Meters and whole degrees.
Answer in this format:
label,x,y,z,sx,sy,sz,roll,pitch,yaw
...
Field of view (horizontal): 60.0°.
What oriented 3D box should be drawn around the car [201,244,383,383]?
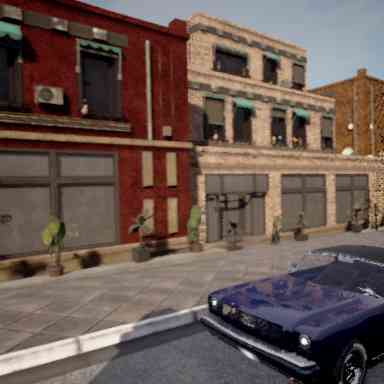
label,x,y,z,sx,sy,sz,roll,pitch,yaw
car,2.472,1.593,5.191,4.718,1.301,1.895,0,0,-35
